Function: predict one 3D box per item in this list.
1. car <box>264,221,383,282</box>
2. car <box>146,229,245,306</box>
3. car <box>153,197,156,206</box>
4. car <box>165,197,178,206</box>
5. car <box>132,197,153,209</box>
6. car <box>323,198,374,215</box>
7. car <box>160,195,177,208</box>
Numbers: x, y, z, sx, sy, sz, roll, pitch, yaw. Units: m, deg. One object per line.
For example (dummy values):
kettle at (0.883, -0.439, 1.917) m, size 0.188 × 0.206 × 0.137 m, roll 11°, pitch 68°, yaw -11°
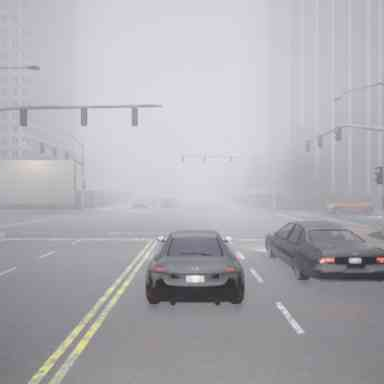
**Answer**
car at (3.583, 1.569, 9.866) m, size 2.033 × 1.411 × 5.357 m, roll 0°, pitch 0°, yaw -1°
car at (0.066, 1.582, 8.161) m, size 1.994 × 1.385 × 4.181 m, roll 0°, pitch 0°, yaw 0°
car at (-7.078, 1.625, 55.920) m, size 1.837 × 1.490 × 4.892 m, roll 0°, pitch 0°, yaw 0°
car at (-3.571, 1.603, 58.309) m, size 1.882 × 1.535 × 5.008 m, roll 0°, pitch 0°, yaw 0°
car at (-7.094, 1.647, 46.478) m, size 2.033 × 1.411 × 5.357 m, roll 0°, pitch 0°, yaw 0°
car at (15.499, 1.368, 33.175) m, size 4.553 × 1.767 × 2.097 m, roll 0°, pitch 0°, yaw 0°
car at (-3.591, 1.610, 48.832) m, size 1.837 × 1.490 × 4.892 m, roll 0°, pitch 0°, yaw 0°
